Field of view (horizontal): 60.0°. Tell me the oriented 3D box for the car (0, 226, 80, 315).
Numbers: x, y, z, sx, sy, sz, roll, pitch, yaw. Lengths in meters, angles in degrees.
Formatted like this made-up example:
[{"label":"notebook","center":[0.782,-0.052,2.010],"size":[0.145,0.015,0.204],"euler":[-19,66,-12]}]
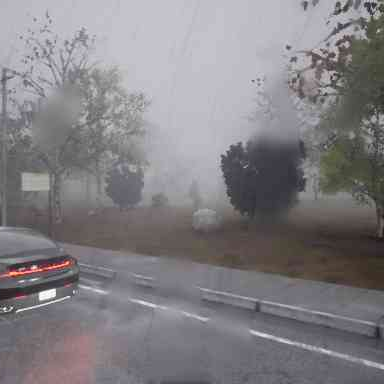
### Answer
[{"label":"car","center":[-4.402,1.505,7.135],"size":[4.892,1.490,1.837],"euler":[0,0,37]}]
